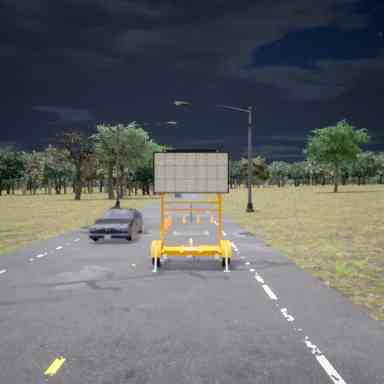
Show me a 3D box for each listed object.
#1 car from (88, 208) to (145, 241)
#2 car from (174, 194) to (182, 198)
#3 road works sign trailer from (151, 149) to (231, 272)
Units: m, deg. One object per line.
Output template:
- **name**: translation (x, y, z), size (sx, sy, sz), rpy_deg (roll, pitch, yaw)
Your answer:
- **car**: translation (-3.542, 1.505, 16.619), size (2.033, 1.411, 5.357), rpy_deg (0, 0, 0)
- **car**: translation (-3.735, 0.855, 88.995), size (1.837, 1.490, 4.892), rpy_deg (0, 0, 0)
- **road works sign trailer**: translation (-0.027, 0.445, 10.685), size (2.380, 3.560, 2.880), rpy_deg (0, 0, 0)
